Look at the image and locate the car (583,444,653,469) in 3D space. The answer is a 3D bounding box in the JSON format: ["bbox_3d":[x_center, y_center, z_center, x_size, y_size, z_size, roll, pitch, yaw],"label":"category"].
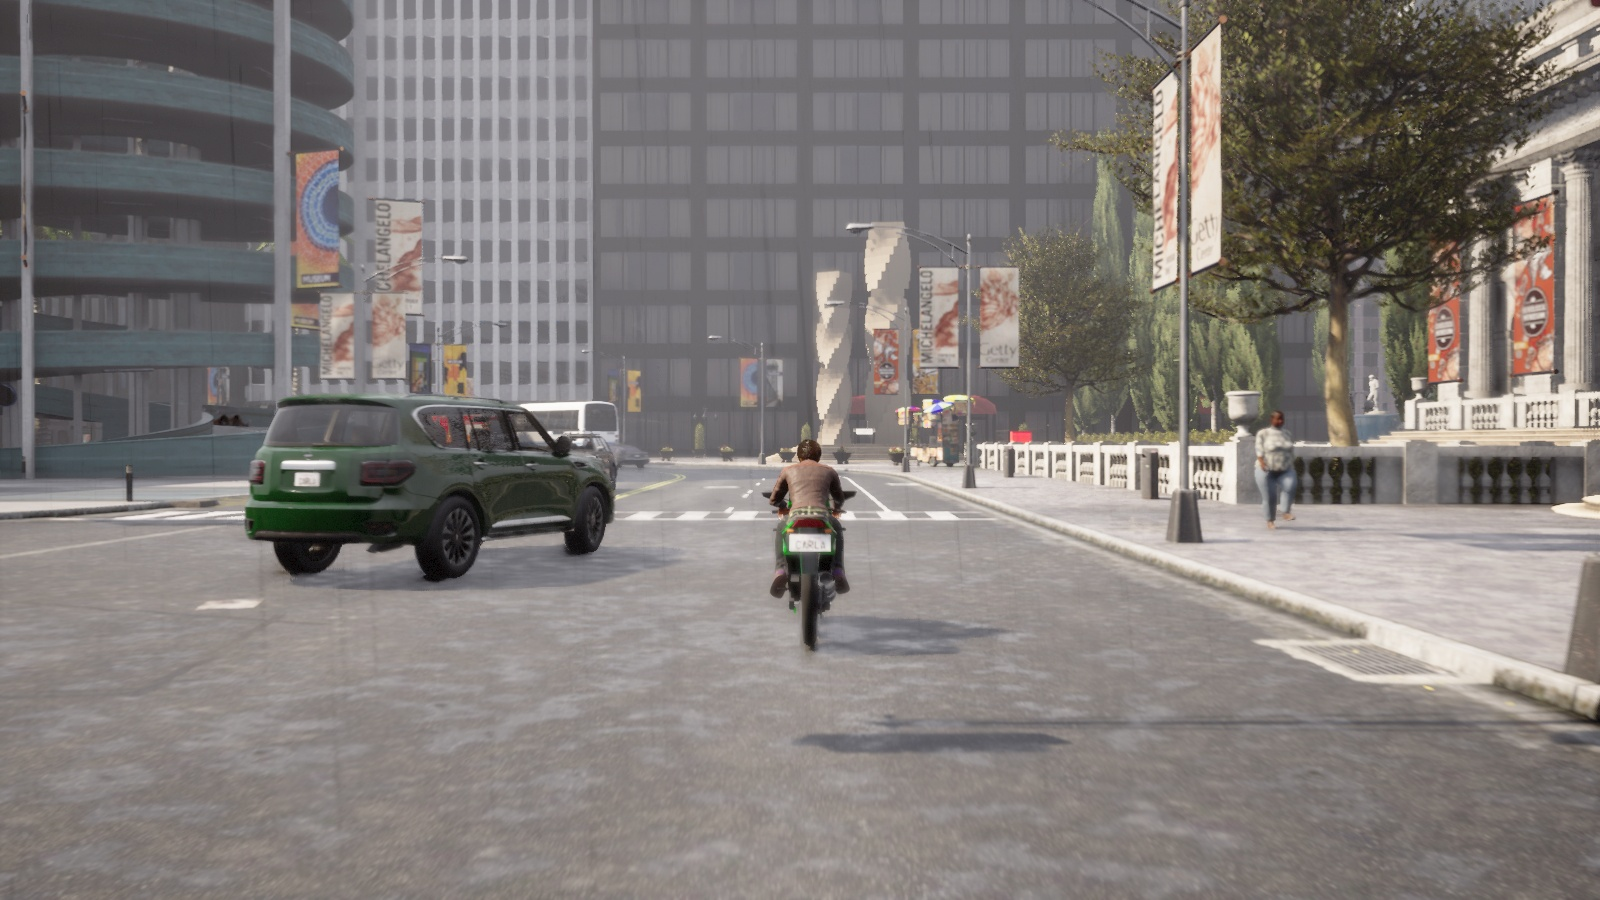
[{"bbox_3d":[-10.866,0.364,74.716,2.033,1.411,5.357,0,0,-34],"label":"car"}]

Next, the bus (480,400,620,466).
[{"bbox_3d":[-17.314,-1.131,86.408,10.273,4.253,3.944,0,0,40],"label":"bus"}]

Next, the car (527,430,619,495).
[{"bbox_3d":[-6.773,0.344,37.941,1.932,1.855,4.605,0,0,0],"label":"car"}]

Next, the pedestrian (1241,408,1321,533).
[{"bbox_3d":[7.285,0.302,19.050,0.874,1.855,0.900,0,0,1],"label":"pedestrian"}]

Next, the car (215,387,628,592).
[{"bbox_3d":[-4.283,0.375,15.500,2.150,2.045,5.566,0,0,17],"label":"car"}]

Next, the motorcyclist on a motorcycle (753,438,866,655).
[{"bbox_3d":[0.071,0.673,9.846,0.797,1.523,2.044,0,0,0],"label":"motorcyclist on a motorcycle"}]
